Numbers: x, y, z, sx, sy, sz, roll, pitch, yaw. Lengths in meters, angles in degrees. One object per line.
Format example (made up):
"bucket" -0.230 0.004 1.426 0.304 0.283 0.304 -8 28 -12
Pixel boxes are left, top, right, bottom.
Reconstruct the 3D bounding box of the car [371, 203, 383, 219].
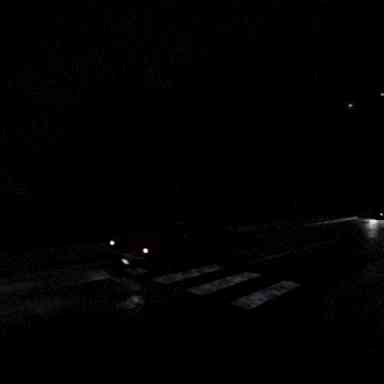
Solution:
"car" 17.956 1.731 30.424 1.837 1.490 4.892 3 1 42

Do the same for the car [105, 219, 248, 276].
"car" -0.264 1.550 10.428 1.895 1.301 4.718 3 1 42
